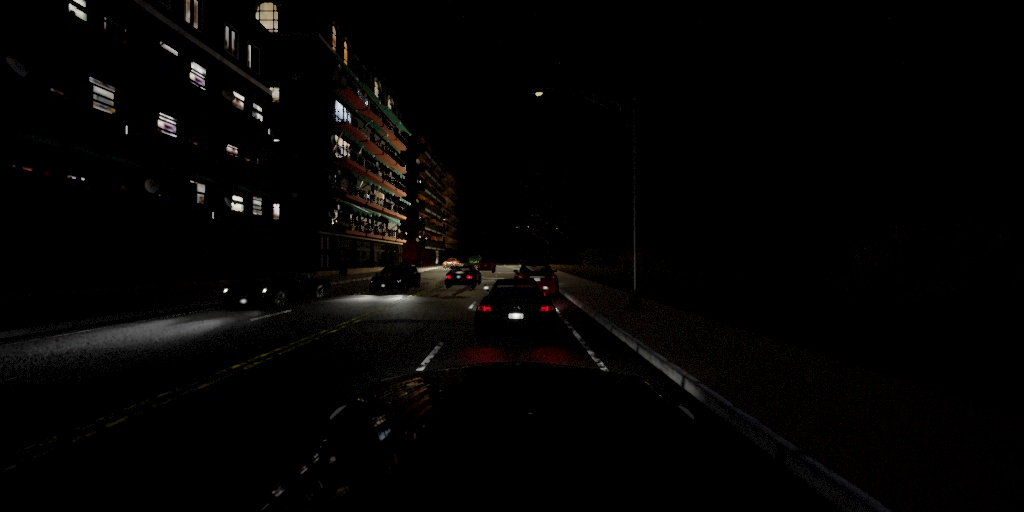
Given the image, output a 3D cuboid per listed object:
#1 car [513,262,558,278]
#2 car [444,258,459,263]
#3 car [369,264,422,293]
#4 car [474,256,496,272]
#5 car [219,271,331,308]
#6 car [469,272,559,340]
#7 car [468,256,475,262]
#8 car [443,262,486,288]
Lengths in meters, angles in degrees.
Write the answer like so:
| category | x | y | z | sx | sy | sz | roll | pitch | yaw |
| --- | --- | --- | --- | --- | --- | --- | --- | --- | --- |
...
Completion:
| category | x | y | z | sx | sy | sz | roll | pitch | yaw |
| --- | --- | --- | --- | --- | --- | --- | --- | --- | --- |
| car | 1.161 | 1.103 | 18.615 | 2.097 | 1.767 | 4.553 | 0 | 0 | 0 |
| car | -9.750 | 1.100 | 57.954 | 2.097 | 1.767 | 4.553 | 0 | 0 | 0 |
| car | -6.574 | 1.256 | 20.707 | 1.837 | 1.490 | 4.892 | 0 | 0 | 0 |
| car | -3.088 | 1.103 | 44.341 | 2.097 | 1.767 | 4.553 | 0 | 0 | 0 |
| car | -9.831 | 1.352 | 15.354 | 1.895 | 1.301 | 4.718 | 0 | 0 | 0 |
| car | 0.106 | 1.315 | 10.036 | 1.994 | 1.385 | 4.181 | 0 | 0 | 1 |
| car | -6.468 | 0.970 | 63.264 | 2.150 | 2.045 | 5.566 | 0 | 0 | 1 |
| car | -3.118 | 1.299 | 23.545 | 2.033 | 1.411 | 5.357 | 0 | 0 | 0 |
